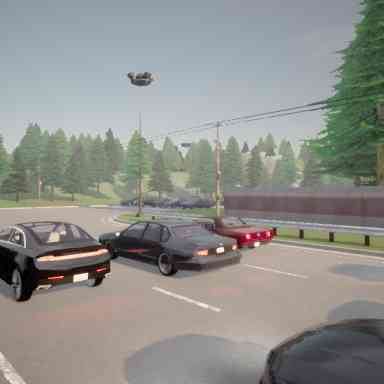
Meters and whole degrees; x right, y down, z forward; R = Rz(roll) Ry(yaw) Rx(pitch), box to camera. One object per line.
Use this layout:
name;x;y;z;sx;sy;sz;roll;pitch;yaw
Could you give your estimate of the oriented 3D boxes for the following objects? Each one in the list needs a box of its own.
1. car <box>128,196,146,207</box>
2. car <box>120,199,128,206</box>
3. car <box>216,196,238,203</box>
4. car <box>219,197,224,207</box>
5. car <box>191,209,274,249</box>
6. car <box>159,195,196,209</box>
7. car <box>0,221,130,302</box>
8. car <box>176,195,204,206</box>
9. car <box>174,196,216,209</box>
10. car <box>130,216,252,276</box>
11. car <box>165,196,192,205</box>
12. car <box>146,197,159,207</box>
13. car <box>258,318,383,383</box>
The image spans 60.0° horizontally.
car;-6.806;1.491;51.254;4.902;1.511;2.128;0;0;-43
car;-9.286;1.504;53.725;4.892;1.490;1.837;0;0;-43
car;7.379;1.600;69.114;4.718;1.301;1.895;0;0;-43
car;5.545;1.547;53.189;5.357;1.411;2.033;0;0;-43
car;0.834;1.601;13.631;1.895;1.301;4.718;0;0;-43
car;-1.877;1.525;46.260;4.674;1.442;1.812;0;0;-42
car;-3.875;1.491;8.412;2.128;1.511;4.902;0;0;-43
car;-0.307;1.352;57.297;4.553;1.767;2.097;0;0;-43
car;0.694;1.547;43.891;5.357;1.411;2.033;0;0;-43
car;-0.982;1.547;10.435;2.033;1.411;5.357;0;0;-43
car;-2.417;1.504;60.107;4.892;1.490;1.837;0;0;-43
car;-4.132;1.563;48.961;4.181;1.385;1.994;0;0;-43
car;2.610;1.505;1.669;1.837;1.490;4.892;0;0;-43
